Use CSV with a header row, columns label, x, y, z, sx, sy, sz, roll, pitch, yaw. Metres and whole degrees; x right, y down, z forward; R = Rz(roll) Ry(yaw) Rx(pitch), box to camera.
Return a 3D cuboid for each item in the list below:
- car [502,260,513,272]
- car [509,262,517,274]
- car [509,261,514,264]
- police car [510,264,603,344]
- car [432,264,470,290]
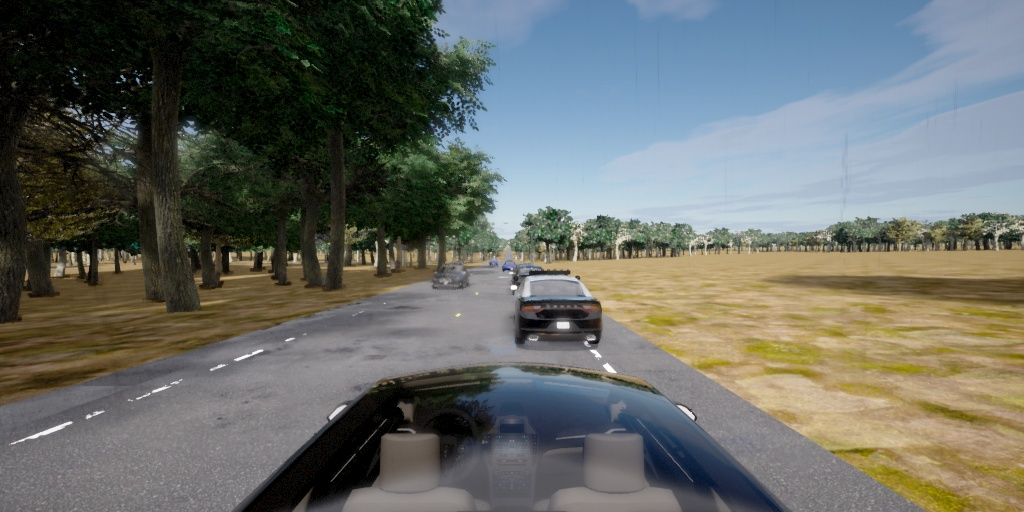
label,x,y,z,sx,sy,sz,roll,pitch,yaw
car,-0.273,1.347,47.289,1.994,1.385,4.181,0,0,0
car,0.932,1.256,19.593,1.837,1.490,4.892,0,0,0
car,0.893,1.279,25.596,1.812,1.442,4.674,0,0,0
police car,0.998,1.173,9.701,1.930,1.638,5.238,0,0,0
car,-3.737,1.256,22.546,1.837,1.490,4.892,0,0,0
